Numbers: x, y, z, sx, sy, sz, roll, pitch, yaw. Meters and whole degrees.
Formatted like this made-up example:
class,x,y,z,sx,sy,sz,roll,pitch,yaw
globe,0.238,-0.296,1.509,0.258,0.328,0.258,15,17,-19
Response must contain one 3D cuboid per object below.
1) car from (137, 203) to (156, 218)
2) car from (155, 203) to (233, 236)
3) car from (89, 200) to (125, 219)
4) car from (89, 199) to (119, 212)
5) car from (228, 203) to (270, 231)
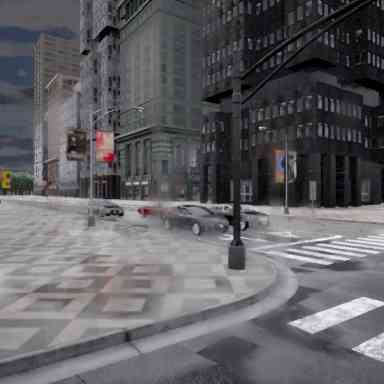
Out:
class,x,y,z,sx,sy,sz,roll,pitch,yaw
car,-2.827,1.586,28.413,1.895,1.301,4.718,0,0,-35
car,0.091,1.500,18.715,1.837,1.490,4.892,0,0,-35
car,-7.609,1.553,29.531,1.994,1.385,4.181,0,0,-35
car,-10.478,1.585,39.185,1.895,1.301,4.718,0,0,-35
car,2.665,1.481,20.705,2.128,1.511,4.902,0,0,-35
